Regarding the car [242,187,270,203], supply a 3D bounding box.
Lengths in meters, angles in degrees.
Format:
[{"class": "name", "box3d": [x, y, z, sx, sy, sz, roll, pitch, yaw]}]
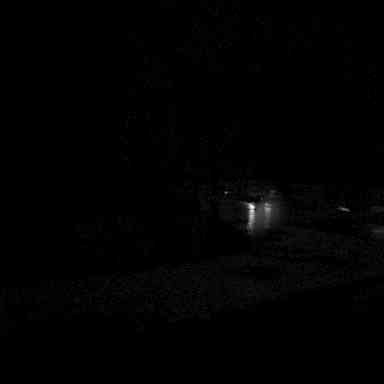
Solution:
[{"class": "car", "box3d": [6.260, 0.227, 33.108, 1.812, 1.442, 4.674, 1, 3, -5]}]

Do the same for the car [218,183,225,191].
[{"class": "car", "box3d": [4.379, -0.797, 55.923, 1.895, 1.301, 4.718, 1, 3, -4]}]
